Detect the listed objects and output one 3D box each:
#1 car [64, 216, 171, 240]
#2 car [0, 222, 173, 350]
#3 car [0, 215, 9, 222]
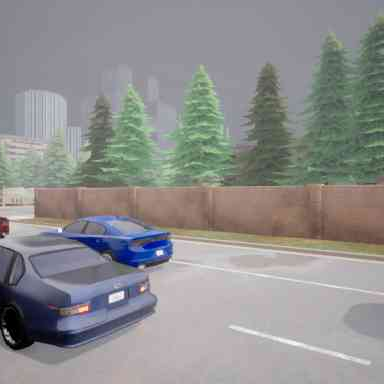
[{"bbox_3d":[-2.880,1.478,10.345,5.008,1.535,1.882,0,0,35],"label":"car"},{"bbox_3d":[-3.126,1.547,6.214,5.357,1.411,2.033,0,0,35],"label":"car"},{"bbox_3d":[-10.708,1.478,15.926,5.008,1.535,1.882,0,0,35],"label":"car"}]
